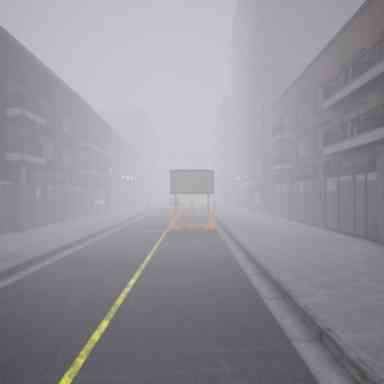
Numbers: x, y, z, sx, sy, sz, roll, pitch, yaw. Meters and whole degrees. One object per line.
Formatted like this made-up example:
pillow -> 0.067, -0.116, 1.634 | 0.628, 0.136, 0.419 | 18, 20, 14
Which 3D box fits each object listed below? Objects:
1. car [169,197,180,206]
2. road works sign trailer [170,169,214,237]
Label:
car -> -3.060, 1.681, 59.038 | 1.837, 1.490, 4.892 | 0, 0, 1
road works sign trailer -> 0.002, 0.512, 18.318 | 2.380, 3.560, 2.880 | 0, 0, 0
